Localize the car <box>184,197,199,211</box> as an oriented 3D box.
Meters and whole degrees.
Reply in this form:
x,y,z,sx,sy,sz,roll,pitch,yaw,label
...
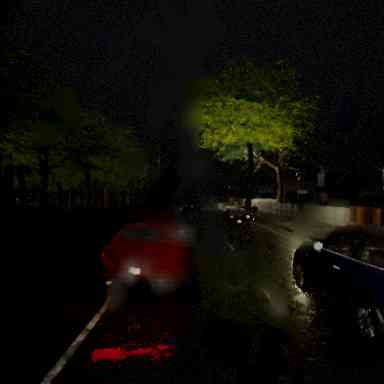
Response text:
x,y,z,sx,sy,sz,roll,pitch,yaw,label
-0.089,1.847,51.708,2.150,2.045,5.566,0,0,0,car

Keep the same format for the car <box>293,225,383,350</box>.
x,y,z,sx,sy,sz,roll,pitch,yaw,label
3.589,1.428,6.525,2.097,1.767,4.553,0,-1,0,car

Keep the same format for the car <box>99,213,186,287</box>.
x,y,z,sx,sy,sz,roll,pitch,yaw,label
-1.241,1.592,9.693,1.882,1.535,5.008,0,-1,0,car

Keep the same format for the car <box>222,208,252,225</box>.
x,y,z,sx,sy,sz,roll,pitch,yaw,label
3.553,1.939,27.155,1.895,1.301,4.718,0,-1,0,car

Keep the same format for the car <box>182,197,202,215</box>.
x,y,z,sx,sy,sz,roll,pitch,yaw,label
0.015,1.737,40.964,2.150,2.045,5.566,0,-1,0,car
